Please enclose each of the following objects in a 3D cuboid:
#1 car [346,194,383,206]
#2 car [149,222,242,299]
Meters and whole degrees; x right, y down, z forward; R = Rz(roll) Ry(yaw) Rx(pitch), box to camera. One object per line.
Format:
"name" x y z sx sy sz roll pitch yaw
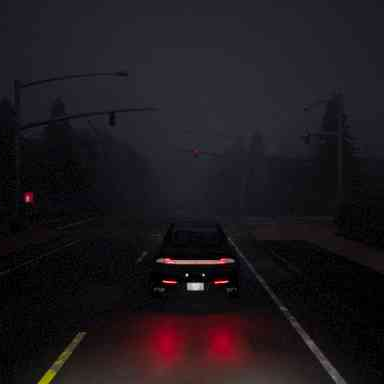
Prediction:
"car" 15.876 1.202 28.946 5.566 2.045 2.150 0 0 -8
"car" 0.082 1.492 8.423 2.128 1.511 4.902 0 0 0
